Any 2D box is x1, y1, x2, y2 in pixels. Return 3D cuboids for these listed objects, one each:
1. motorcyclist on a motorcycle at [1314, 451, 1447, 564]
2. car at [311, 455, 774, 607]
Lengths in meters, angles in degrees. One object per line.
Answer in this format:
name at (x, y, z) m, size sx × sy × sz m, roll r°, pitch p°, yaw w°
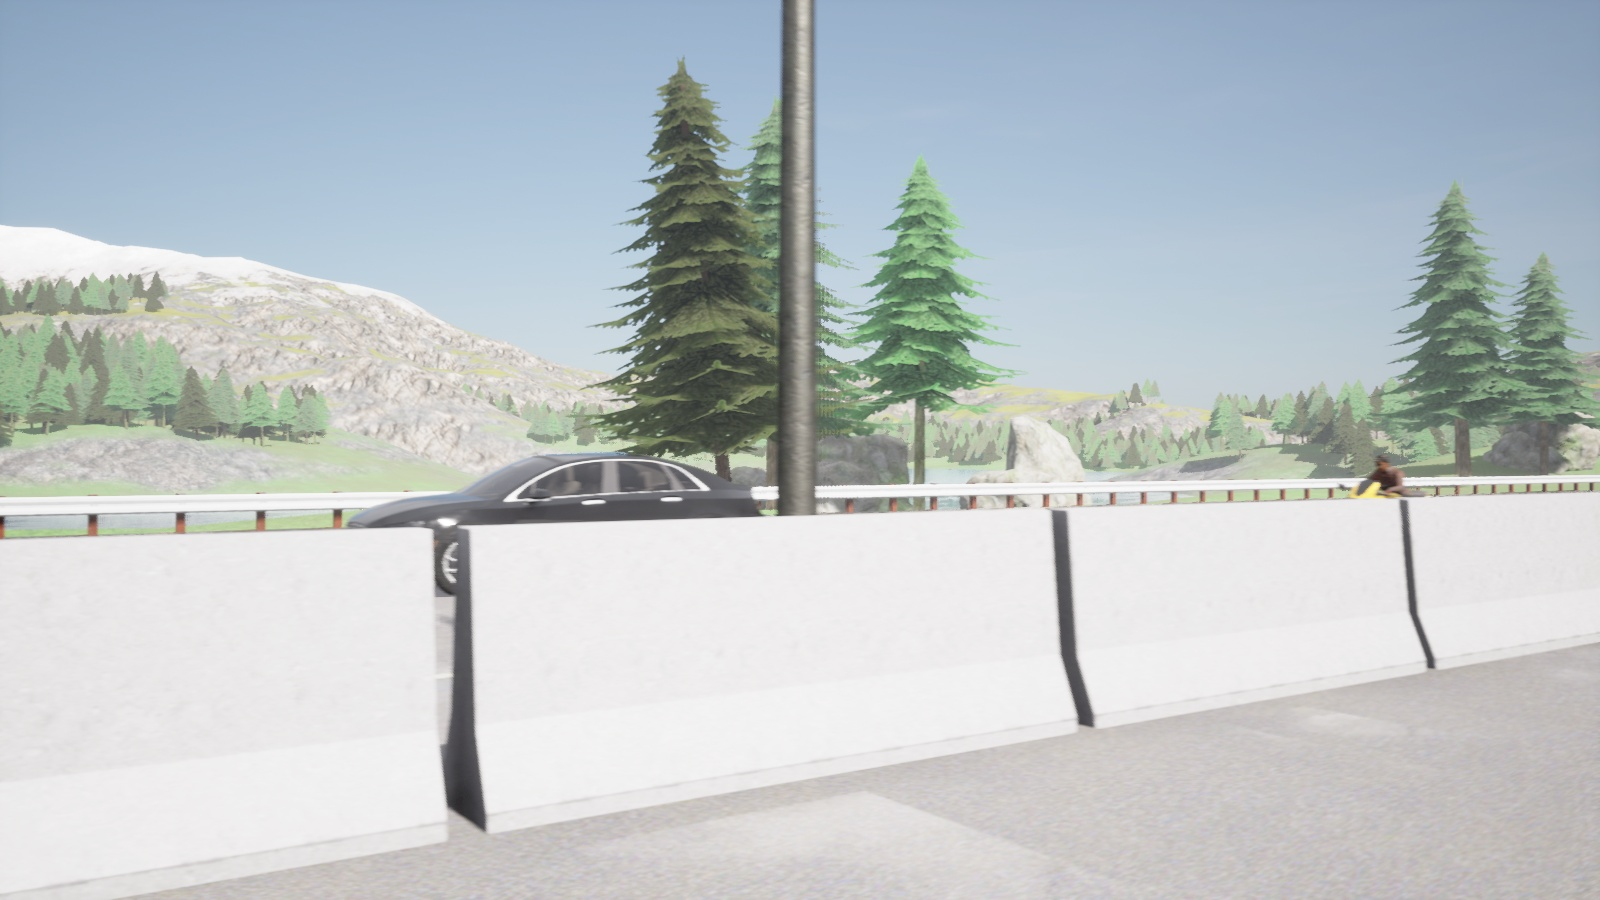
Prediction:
motorcyclist on a motorcycle at (8.293, 0.781, 17.911) m, size 2.044 × 1.523 × 0.797 m, roll 0°, pitch 0°, yaw -35°
car at (-2.848, 0.800, 14.457) m, size 4.892 × 1.490 × 1.837 m, roll 0°, pitch 0°, yaw -35°
